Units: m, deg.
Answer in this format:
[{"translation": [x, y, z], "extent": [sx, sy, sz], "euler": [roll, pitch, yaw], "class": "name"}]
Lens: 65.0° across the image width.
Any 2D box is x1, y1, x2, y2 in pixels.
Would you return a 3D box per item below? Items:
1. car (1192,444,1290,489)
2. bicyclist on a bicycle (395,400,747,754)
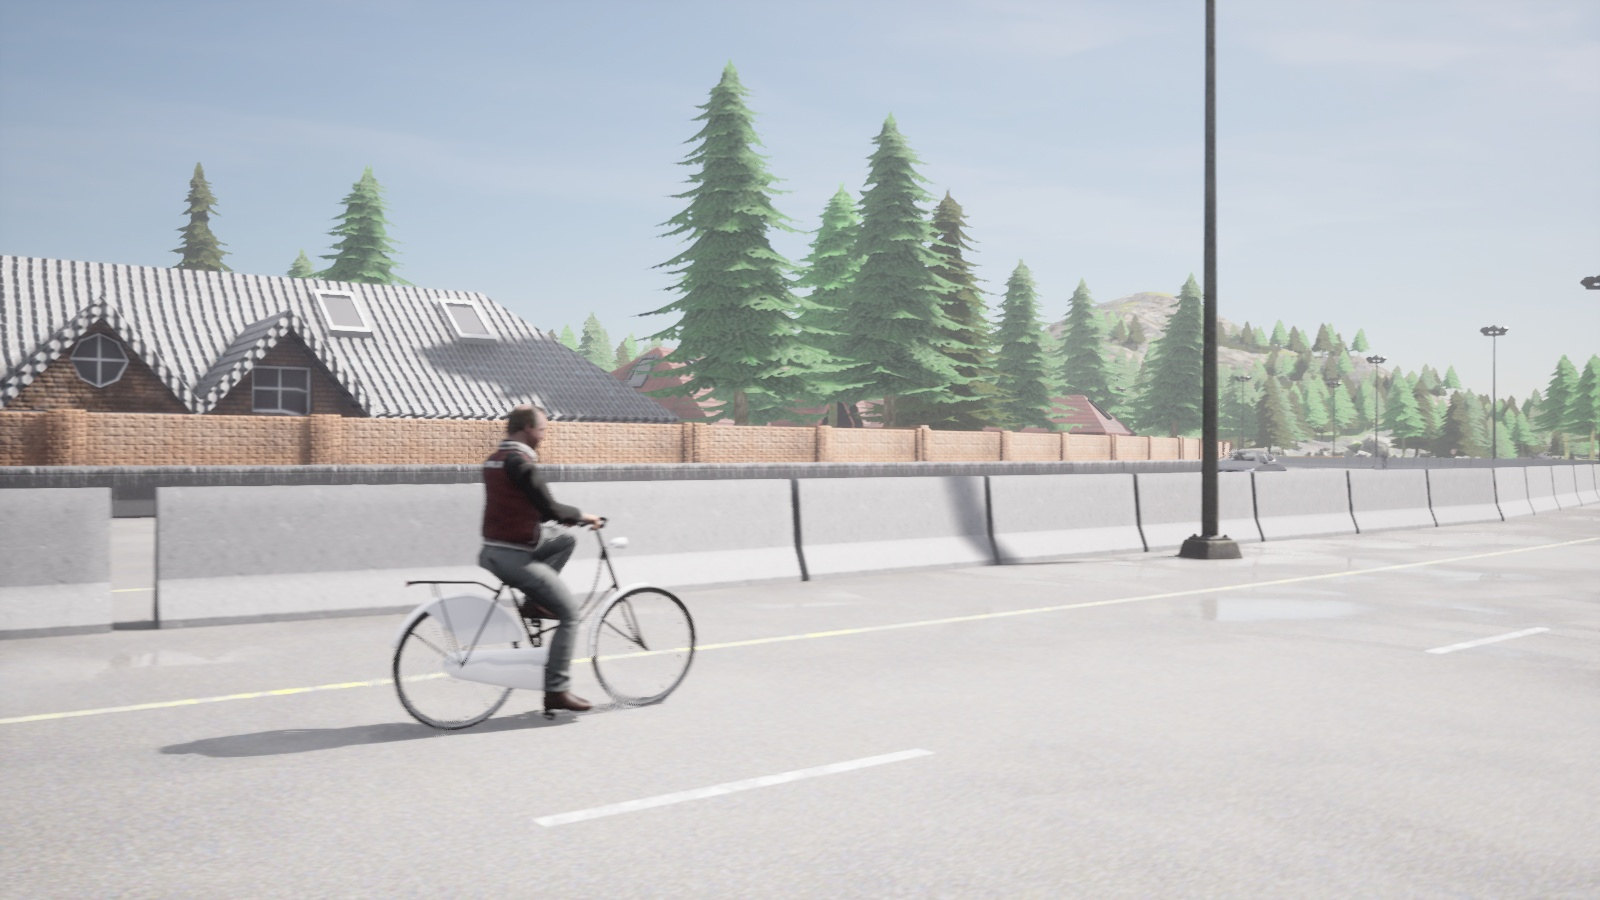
[{"translation": [17.354, 0.618, 49.272], "extent": [2.152, 1.651, 5.027], "euler": [0, 0, 38], "class": "car"}, {"translation": [-1.256, 0.638, 7.108], "extent": [1.843, 1.776, 0.659], "euler": [0, 0, -36], "class": "bicyclist on a bicycle"}]
